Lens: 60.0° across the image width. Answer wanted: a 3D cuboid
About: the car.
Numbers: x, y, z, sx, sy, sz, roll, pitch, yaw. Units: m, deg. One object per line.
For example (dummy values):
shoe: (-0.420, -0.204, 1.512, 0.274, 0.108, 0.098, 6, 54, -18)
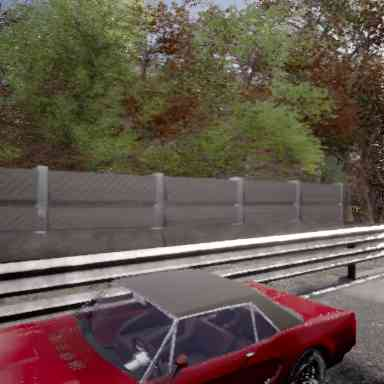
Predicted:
car: (-0.421, 1.614, 3.383, 4.718, 1.301, 1.895, 1, 0, -35)
